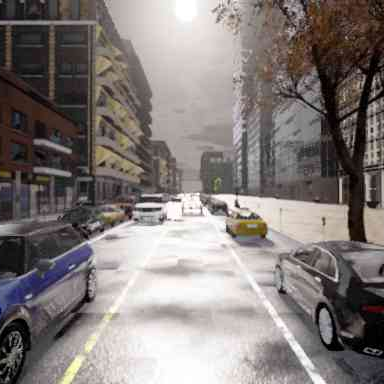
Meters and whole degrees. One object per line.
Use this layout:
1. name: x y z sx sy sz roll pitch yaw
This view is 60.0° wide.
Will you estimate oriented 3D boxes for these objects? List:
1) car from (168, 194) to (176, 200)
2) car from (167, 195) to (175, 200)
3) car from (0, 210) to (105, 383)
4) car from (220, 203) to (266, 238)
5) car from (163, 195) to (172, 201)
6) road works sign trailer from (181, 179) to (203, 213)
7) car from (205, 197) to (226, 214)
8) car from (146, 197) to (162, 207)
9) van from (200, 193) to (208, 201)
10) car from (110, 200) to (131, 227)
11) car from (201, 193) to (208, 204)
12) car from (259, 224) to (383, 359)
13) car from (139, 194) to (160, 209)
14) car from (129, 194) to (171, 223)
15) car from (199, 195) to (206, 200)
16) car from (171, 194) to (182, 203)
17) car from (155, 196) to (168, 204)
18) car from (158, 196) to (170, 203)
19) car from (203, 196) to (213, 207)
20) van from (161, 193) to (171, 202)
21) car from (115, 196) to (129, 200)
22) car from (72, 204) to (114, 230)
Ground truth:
1. car: -5.657 1.391 94.907 1.752 1.417 4.829 1 0 0
2. car: -5.659 1.423 89.506 2.008 1.369 4.403 1 0 0
3. car: -3.056 1.343 5.161 2.097 1.767 4.553 0 0 0
4. car: 2.706 1.497 17.269 1.752 1.417 4.829 1 0 0
5. car: -5.661 1.412 78.198 1.752 1.417 4.829 1 0 0
6. road works sign trailer: 0.007 0.407 36.070 2.380 3.560 2.880 0 0 0
7. car: 2.709 1.497 33.808 2.008 1.369 4.403 1 0 0
8. car: -5.668 1.467 50.519 1.887 1.381 4.507 1 0 0
9. van: 2.722 1.227 78.365 1.690 1.788 3.998 1 0 0
10. car: -5.673 1.489 22.501 1.752 1.417 4.829 1 0 0
11. car: 2.714 1.362 50.516 1.967 1.590 4.097 1 0 0
12. car: 2.703 1.541 5.959 2.008 1.369 4.403 1 0 0
13. car: -5.665 1.245 44.948 2.192 1.841 5.009 1 0 0
14. car: -3.093 1.180 25.604 2.150 2.045 5.566 0 0 0
15. car: 2.721 1.454 89.503 1.802 1.307 4.206 1 0 0
16. car: -2.990 1.448 66.989 1.994 1.385 4.181 0 0 0
17. car: -5.665 1.473 61.658 1.947 1.339 4.313 1 0 0
18. car: -5.664 1.451 67.228 2.008 1.369 4.403 1 0 0
19. car: 2.711 1.489 39.376 2.008 1.369 4.403 1 0 0
20. van: -5.659 1.234 72.798 1.690 1.788 3.998 1 0 0
21. car: -5.668 1.270 28.241 2.192 1.841 5.009 1 0 0
22. car: -5.675 1.538 17.102 1.947 1.339 4.313 1 0 0
